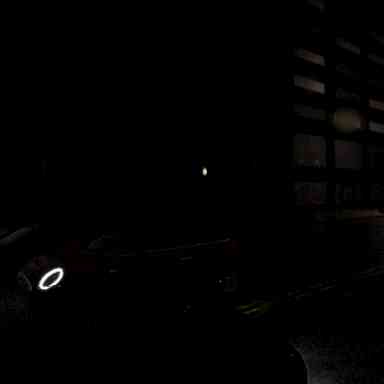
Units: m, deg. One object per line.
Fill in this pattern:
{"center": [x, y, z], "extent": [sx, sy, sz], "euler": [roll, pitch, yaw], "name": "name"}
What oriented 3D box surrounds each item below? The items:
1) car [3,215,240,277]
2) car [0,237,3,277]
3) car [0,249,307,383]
{"center": [-1.125, 1.340, 6.891], "extent": [4.553, 1.767, 2.097], "euler": [0, 0, -36], "name": "car"}
{"center": [-3.980, 1.518, 8.839], "extent": [4.674, 1.442, 1.812], "euler": [0, 0, -36], "name": "car"}
{"center": [-0.921, 1.560, 2.783], "extent": [4.181, 1.385, 1.994], "euler": [0, 0, -36], "name": "car"}
